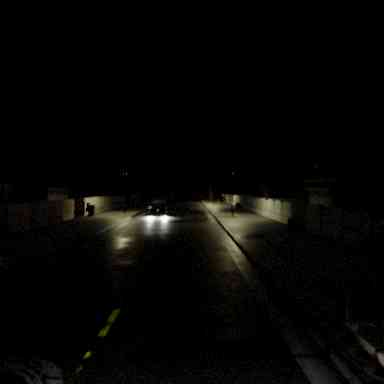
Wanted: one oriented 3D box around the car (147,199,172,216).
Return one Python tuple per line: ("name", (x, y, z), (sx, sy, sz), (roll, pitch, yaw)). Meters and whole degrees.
("car", (-2.878, 1.343, 29.952), (1.994, 1.385, 4.181), (0, 0, 0))
